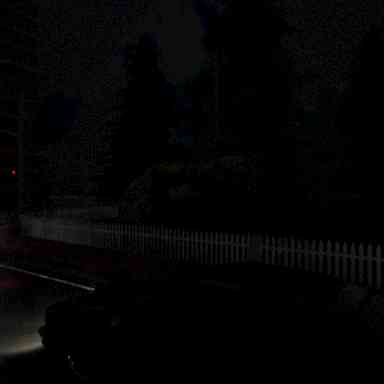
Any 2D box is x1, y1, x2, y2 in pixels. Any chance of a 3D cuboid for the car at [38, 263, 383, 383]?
[{"bbox_3d":[0.574,1.547,3.585,5.357,1.411,2.033,0,0,36],"label":"car"}]
